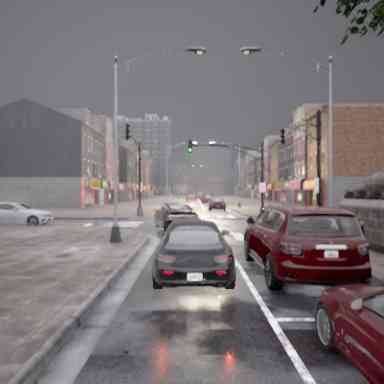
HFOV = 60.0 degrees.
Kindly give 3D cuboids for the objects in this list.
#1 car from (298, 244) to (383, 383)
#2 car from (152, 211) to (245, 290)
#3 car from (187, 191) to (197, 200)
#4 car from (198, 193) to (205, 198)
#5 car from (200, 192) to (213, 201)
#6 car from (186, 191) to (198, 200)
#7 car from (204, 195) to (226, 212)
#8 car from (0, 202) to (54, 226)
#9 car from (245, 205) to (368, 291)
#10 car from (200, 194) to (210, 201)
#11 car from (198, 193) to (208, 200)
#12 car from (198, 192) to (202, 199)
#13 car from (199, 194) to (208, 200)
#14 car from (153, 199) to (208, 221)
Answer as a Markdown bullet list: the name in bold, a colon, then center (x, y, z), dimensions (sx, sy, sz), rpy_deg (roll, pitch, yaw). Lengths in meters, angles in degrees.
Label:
- **car**: center (2.643, 1.554, 3.250), dimensions (1.802, 1.307, 4.206), rpy_deg (1, 0, 0)
- **car**: center (0.035, 1.453, 8.723), dimensions (1.812, 1.442, 4.674), rpy_deg (0, 1, 0)
- **car**: center (-0.069, 0.735, 75.639), dimensions (2.150, 2.045, 5.566), rpy_deg (0, 0, 0)
- **car**: center (2.562, 1.015, 89.501), dimensions (1.947, 1.339, 4.313), rpy_deg (0, 0, 0)
- **car**: center (2.598, 1.181, 51.439), dimensions (1.887, 1.381, 4.507), rpy_deg (1, 0, 0)
- **car**: center (-0.058, 0.912, 65.338), dimensions (2.097, 1.767, 4.553), rpy_deg (0, 0, 0)
- **car**: center (2.613, 1.282, 35.128), dimensions (1.887, 1.381, 4.507), rpy_deg (1, 0, 0)
- **car**: center (-10.889, 1.332, 20.282), dimensions (4.674, 1.442, 1.812), rpy_deg (0, 0, -2)
- **car**: center (2.641, 1.243, 8.696), dimensions (2.192, 1.841, 5.009), rpy_deg (1, 0, 0)
- **car**: center (2.582, 1.130, 67.751), dimensions (1.802, 1.307, 4.206), rpy_deg (0, 0, 0)
- **car**: center (2.572, 1.047, 78.626), dimensions (2.008, 1.369, 4.403), rpy_deg (0, 0, 0)
- **car**: center (2.595, 0.920, 56.875), dimensions (2.192, 1.841, 5.009), rpy_deg (1, 0, 0)
- **car**: center (2.577, 1.103, 73.189), dimensions (1.802, 1.307, 4.206), rpy_deg (0, 0, 0)
- **car**: center (-0.973, 1.346, 18.408), dimensions (2.128, 1.511, 4.902), rpy_deg (0, 0, -14)
